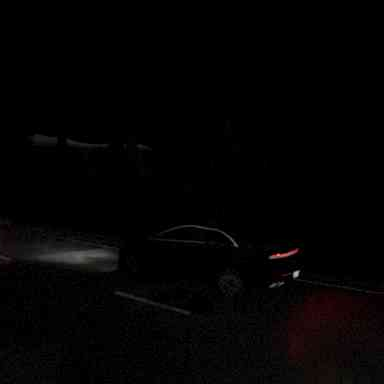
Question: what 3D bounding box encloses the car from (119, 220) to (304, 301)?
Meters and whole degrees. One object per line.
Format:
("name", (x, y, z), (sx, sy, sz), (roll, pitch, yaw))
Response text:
("car", (0.232, 1.457, 8.308), (4.902, 1.511, 2.128), (0, 0, 37))
